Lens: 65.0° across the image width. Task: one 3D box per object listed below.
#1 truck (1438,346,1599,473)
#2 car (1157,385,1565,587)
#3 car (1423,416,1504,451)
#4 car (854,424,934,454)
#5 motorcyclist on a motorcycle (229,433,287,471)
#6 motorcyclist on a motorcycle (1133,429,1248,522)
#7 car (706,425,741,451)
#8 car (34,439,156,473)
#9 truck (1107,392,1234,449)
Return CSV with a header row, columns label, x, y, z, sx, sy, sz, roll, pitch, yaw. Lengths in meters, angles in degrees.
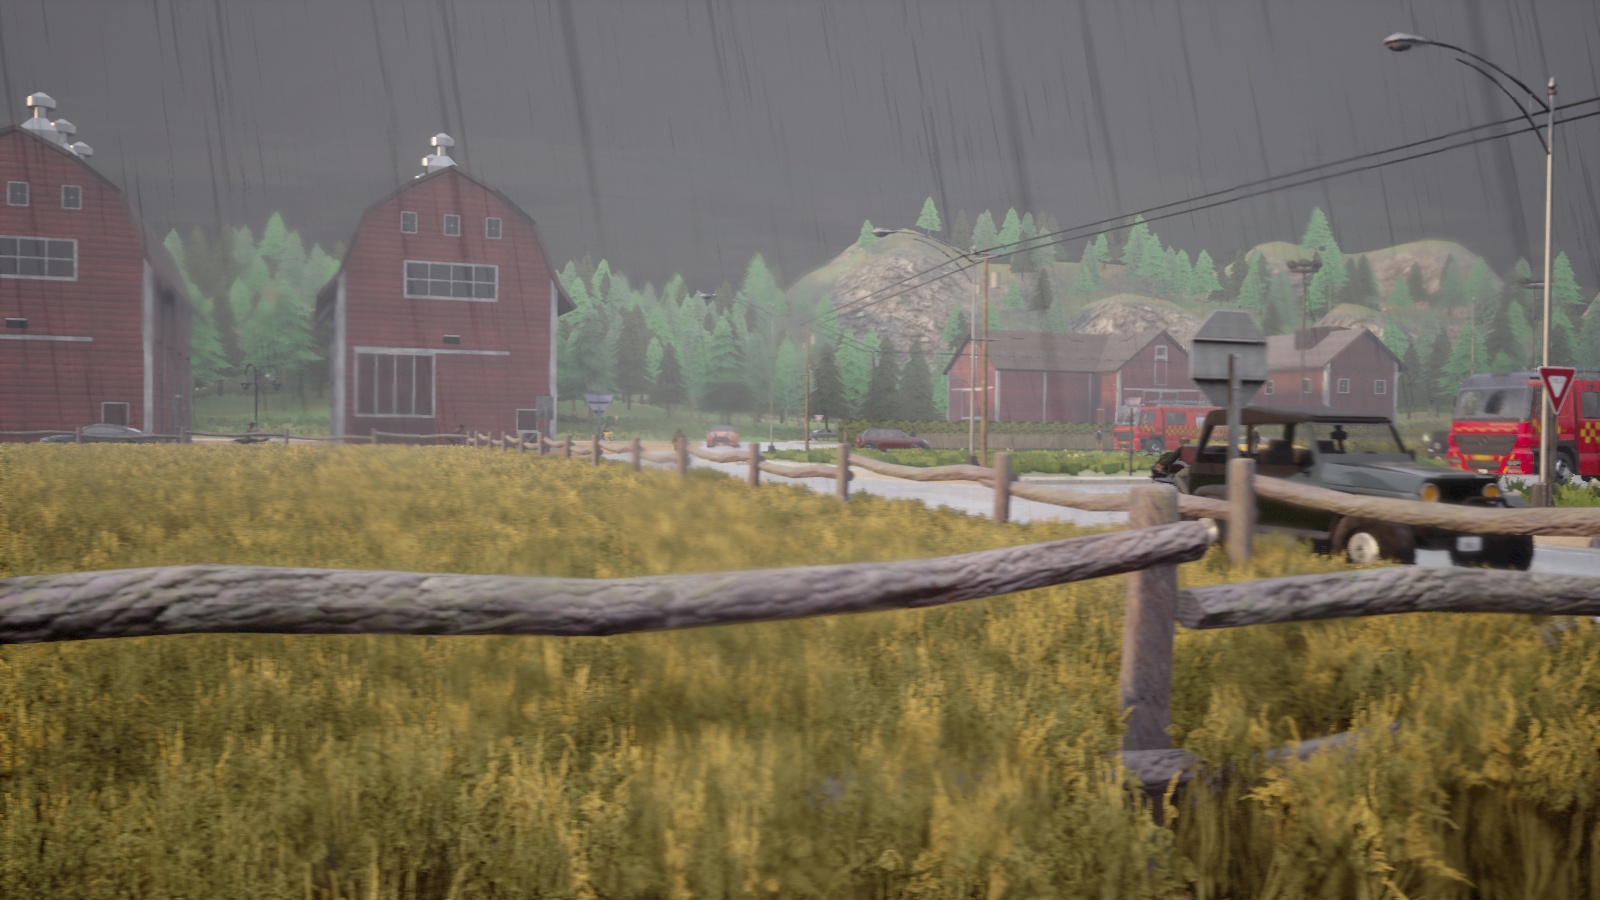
label,x,y,z,sx,sy,sz,roll,pitch,yaw
truck,25.102,-1.304,40.829,8.468,3.827,2.891,-1,1,-22
car,5.944,0.304,13.823,1.905,1.878,3.866,-1,1,-21
car,36.918,-0.945,69.884,3.866,1.878,1.905,-1,1,-21
car,5.697,-0.658,76.640,4.553,1.767,2.097,-1,1,-7
motorcyclist on a motorcycle,-24.286,0.092,56.316,2.350,1.649,0.766,-1,1,-24
motorcyclist on a motorcycle,6.757,0.403,21.894,0.866,1.530,2.191,-1,1,-15
car,-5.443,-0.885,90.414,2.097,1.767,4.553,-1,1,2
car,-31.780,0.241,56.765,4.674,1.442,1.812,-1,1,-25
truck,25.972,-2.082,87.961,8.468,3.827,2.891,-1,1,-21
